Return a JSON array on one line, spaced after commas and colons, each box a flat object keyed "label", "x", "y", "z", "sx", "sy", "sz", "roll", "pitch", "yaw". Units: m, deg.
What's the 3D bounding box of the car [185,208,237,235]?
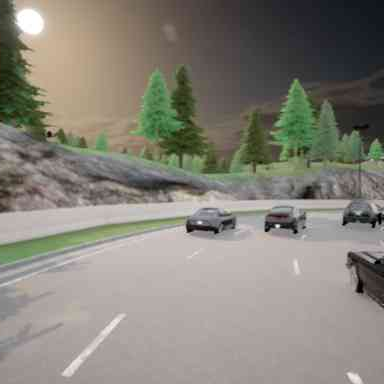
[{"label": "car", "x": 1.236, "y": 1.604, "z": 19.532, "sx": 1.994, "sy": 1.385, "sz": 4.181, "roll": 0, "pitch": 0, "yaw": 24}]

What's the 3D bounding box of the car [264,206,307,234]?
[{"label": "car", "x": 5.718, "y": 1.589, "z": 20.105, "sx": 1.837, "sy": 1.490, "sz": 4.892, "roll": 0, "pitch": 0, "yaw": 27}]

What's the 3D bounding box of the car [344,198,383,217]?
[{"label": "car", "x": 17.770, "y": 1.568, "z": 34.270, "sx": 4.553, "sy": 1.767, "sz": 2.097, "roll": 1, "pitch": 0, "yaw": -39}]

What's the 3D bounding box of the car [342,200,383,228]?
[{"label": "car", "x": 12.491, "y": 1.504, "z": 24.157, "sx": 2.097, "sy": 1.767, "sz": 4.553, "roll": 1, "pitch": 0, "yaw": 36}]

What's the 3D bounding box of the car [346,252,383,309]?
[{"label": "car", "x": 4.318, "y": 1.650, "z": 5.896, "sx": 1.895, "sy": 1.301, "sz": 4.718, "roll": 0, "pitch": 0, "yaw": 9}]
